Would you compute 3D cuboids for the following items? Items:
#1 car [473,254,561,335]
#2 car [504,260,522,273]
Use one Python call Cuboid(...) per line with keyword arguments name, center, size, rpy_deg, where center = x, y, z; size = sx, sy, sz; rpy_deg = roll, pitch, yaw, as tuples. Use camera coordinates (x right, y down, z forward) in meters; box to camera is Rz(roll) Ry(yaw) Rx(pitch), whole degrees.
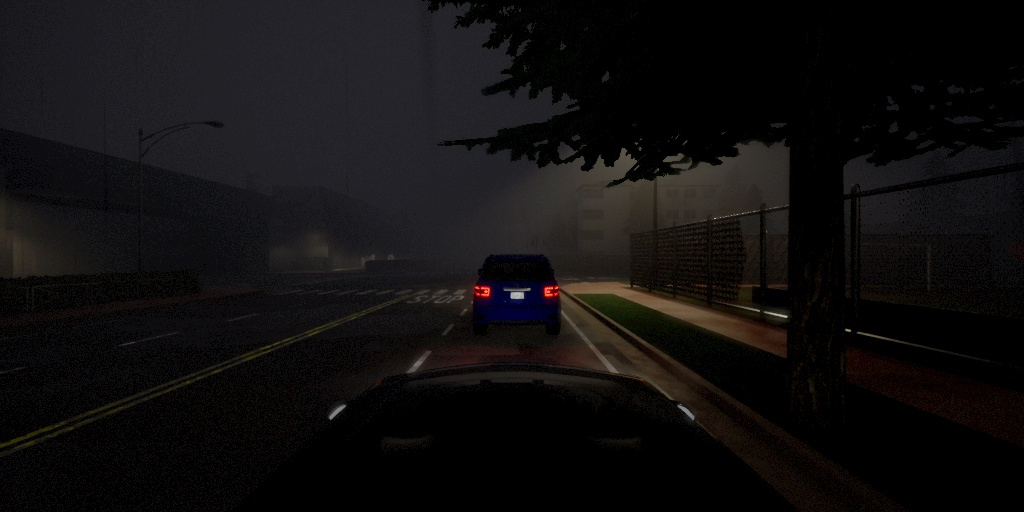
Cuboid(name="car", center=(0.124, 0.971, 10.649), size=(2.150, 2.045, 5.566), rpy_deg=(0, 0, 0))
Cuboid(name="car", center=(0.069, 1.241, 45.524), size=(2.128, 1.511, 4.902), rpy_deg=(0, 0, 0))
